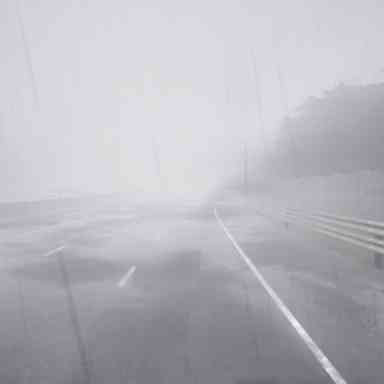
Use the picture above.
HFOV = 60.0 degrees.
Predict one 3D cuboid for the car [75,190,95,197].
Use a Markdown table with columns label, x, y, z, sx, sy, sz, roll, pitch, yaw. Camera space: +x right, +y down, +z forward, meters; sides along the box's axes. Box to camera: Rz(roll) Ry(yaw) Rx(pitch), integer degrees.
| label | x | y | z | sx | sy | sz | roll | pitch | yaw |
| --- | --- | --- | --- | --- | --- | --- | --- | --- | --- |
| car | -16.358 | 0.771 | 52.363 | 1.994 | 1.385 | 4.181 | 0 | 2 | 3 |

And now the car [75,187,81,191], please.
| label | x | y | z | sx | sy | sz | roll | pitch | yaw |
| --- | --- | --- | --- | --- | --- | --- | --- | --- | --- |
| car | -22.812 | 0.004 | 63.301 | 2.150 | 2.045 | 5.566 | 0 | 2 | 3 |

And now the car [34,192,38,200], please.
| label | x | y | z | sx | sy | sz | roll | pitch | yaw |
| --- | --- | --- | --- | --- | --- | --- | --- | --- | --- |
| car | -25.845 | 0.258 | 59.150 | 2.150 | 2.045 | 5.566 | 0 | 2 | 0 |

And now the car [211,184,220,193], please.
| label | x | y | z | sx | sy | sz | roll | pitch | yaw |
| --- | --- | --- | --- | --- | --- | --- | --- | --- | --- |
| car | 6.427 | -0.574 | 88.823 | 1.837 | 1.490 | 4.892 | 0 | 2 | 3 |

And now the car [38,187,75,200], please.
| label | x | y | z | sx | sy | sz | roll | pitch | yaw |
| --- | --- | --- | --- | --- | --- | --- | --- | --- | --- |
| car | -20.001 | 0.512 | 49.375 | 2.150 | 2.045 | 5.566 | 0 | 2 | 3 |
